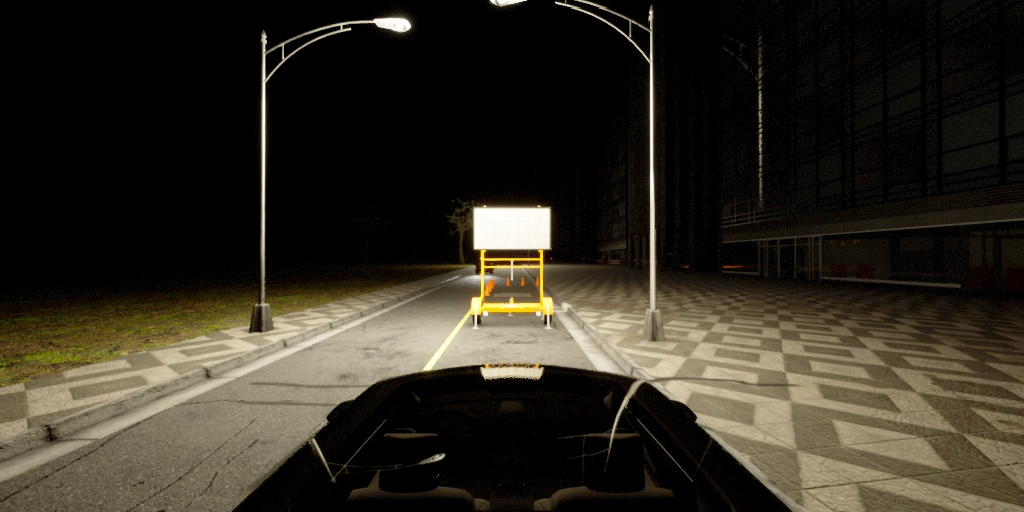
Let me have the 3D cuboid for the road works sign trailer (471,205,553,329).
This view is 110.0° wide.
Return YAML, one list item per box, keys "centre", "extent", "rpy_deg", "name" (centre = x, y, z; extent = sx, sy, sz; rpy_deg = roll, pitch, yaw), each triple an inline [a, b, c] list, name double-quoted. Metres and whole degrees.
- centre: [0.002, 0.216, 11.220]
  extent: [2.380, 3.560, 2.880]
  rpy_deg: [0, 0, 0]
  name: "road works sign trailer"

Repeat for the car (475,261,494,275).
- centre: [-2.989, 1.254, 39.298]
  extent: [2.128, 1.511, 4.902]
  rpy_deg: [0, 0, 0]
  name: "car"
